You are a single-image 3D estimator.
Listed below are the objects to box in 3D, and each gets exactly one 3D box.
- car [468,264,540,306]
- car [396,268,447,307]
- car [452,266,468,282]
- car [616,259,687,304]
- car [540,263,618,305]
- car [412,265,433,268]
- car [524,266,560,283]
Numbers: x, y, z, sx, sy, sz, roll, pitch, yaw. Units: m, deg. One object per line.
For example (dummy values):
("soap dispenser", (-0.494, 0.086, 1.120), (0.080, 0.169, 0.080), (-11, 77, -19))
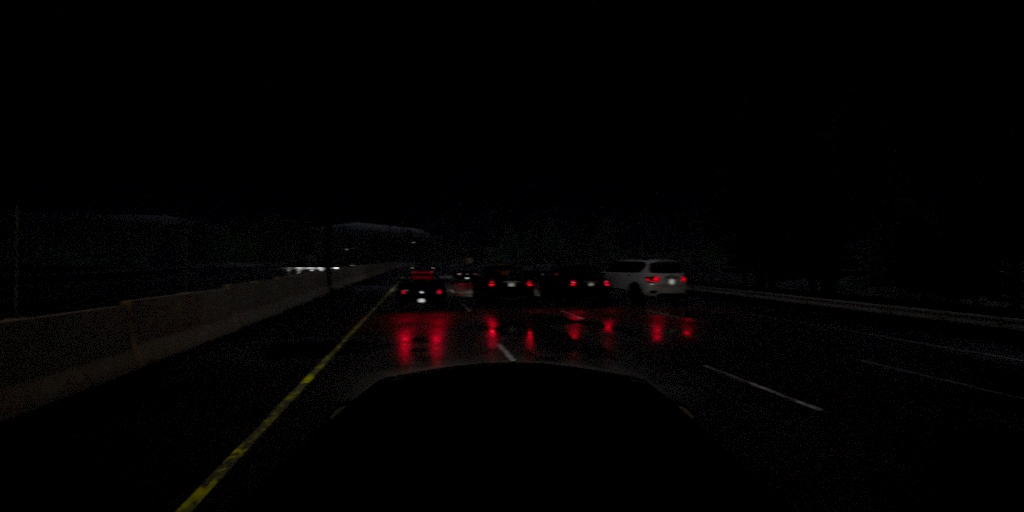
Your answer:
("car", (-0.536, 1.200, 16.515), (2.097, 1.767, 4.553), (1, -1, -14))
("car", (-3.942, 1.396, 15.691), (1.895, 1.301, 4.718), (1, 0, -14))
("car", (-4.141, 1.504, 31.080), (1.895, 1.301, 4.718), (1, 0, -14))
("car", (6.271, 1.175, 18.148), (2.150, 2.045, 5.566), (1, 0, -14))
("car", (2.859, 1.254, 17.361), (2.097, 1.767, 4.553), (1, -1, -14))
("car", (-7.592, 1.415, 30.477), (1.994, 1.385, 4.181), (1, 0, -14))
("car", (2.654, 1.613, 32.757), (1.895, 1.301, 4.718), (1, 0, -14))
